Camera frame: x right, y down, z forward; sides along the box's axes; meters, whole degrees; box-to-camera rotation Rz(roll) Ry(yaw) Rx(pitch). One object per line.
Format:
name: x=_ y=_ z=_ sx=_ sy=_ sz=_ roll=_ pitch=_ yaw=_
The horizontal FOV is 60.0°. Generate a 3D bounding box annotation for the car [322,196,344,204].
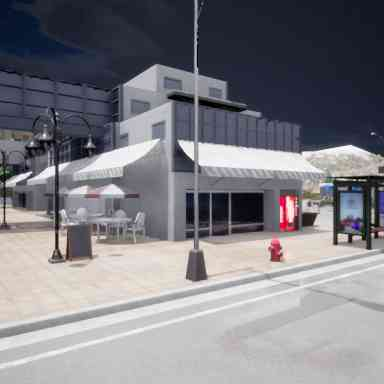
car: x=28.395 y=1.509 z=66.888 sx=4.514 sy=1.523 sz=2.007 roll=0 pitch=0 yaw=-36

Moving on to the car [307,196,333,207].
car: x=19.114 y=1.359 z=48.774 sx=5.027 sy=1.636 sz=2.152 roll=0 pitch=0 yaw=-36
